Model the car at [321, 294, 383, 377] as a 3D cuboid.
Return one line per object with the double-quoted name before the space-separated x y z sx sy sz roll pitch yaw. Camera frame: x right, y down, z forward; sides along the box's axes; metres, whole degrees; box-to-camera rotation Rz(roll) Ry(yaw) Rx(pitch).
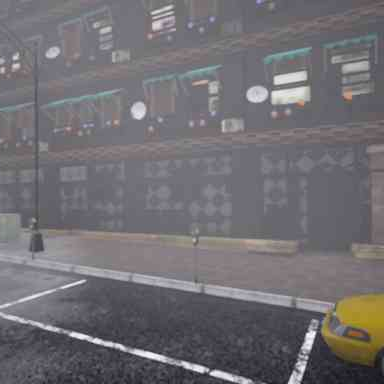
"car" 4.034 1.594 3.660 4.829 1.417 1.752 1 -2 27
